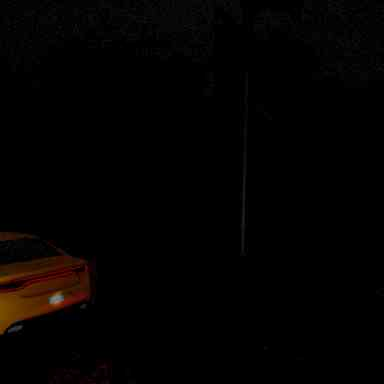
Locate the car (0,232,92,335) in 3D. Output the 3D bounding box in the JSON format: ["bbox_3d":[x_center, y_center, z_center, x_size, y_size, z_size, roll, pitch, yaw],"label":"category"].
[{"bbox_3d":[-4.130,1.542,6.619,5.008,1.535,1.882,-1,0,35],"label":"car"}]
